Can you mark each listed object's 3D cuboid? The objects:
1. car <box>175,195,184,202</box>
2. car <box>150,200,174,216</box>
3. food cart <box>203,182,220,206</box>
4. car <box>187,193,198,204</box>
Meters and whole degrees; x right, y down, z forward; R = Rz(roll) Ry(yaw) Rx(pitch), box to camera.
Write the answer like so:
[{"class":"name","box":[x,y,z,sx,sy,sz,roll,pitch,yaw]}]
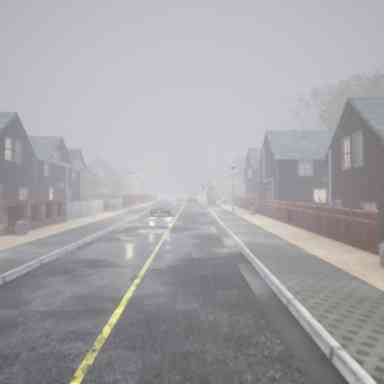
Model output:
[{"class":"car","box":[-2.690,1.380,71.772,1.812,1.442,4.674,0,0,0]},{"class":"car","box":[-2.820,1.451,31.089,1.812,1.442,4.674,0,0,0]},{"class":"food cart","box":[2.997,0.372,52.951,2.280,3.560,4.660,-2,-2,0]},{"class":"car","box":[0.052,1.379,61.274,1.882,1.535,5.008,0,0,0]}]
